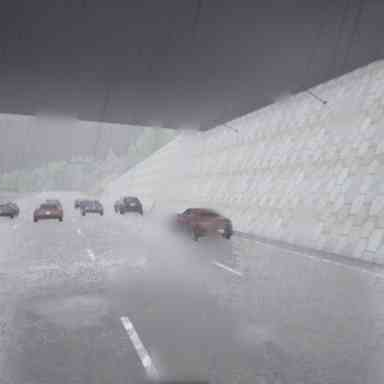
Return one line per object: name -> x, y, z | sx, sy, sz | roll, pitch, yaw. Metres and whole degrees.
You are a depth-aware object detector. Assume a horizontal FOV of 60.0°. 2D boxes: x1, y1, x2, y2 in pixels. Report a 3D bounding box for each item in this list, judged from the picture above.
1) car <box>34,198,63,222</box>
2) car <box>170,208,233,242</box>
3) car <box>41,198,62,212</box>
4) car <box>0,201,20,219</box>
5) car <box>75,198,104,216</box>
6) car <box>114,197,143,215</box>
car -> -10.915, 1.446, 25.416 | 1.994, 1.385, 4.181 | 0, 0, -21
car -> 0.356, 1.482, 16.290 | 1.812, 1.442, 4.674 | 0, 0, -22
car -> -15.483, 1.395, 36.689 | 1.994, 1.385, 4.181 | 0, 0, -22
car -> -15.476, 1.420, 27.375 | 1.994, 1.385, 4.181 | 0, 0, -22
car -> -9.466, 1.420, 31.177 | 2.033, 1.411, 5.357 | 0, 0, -22
car -> -6.317, 1.233, 32.725 | 2.097, 1.767, 4.553 | 0, 0, -22
